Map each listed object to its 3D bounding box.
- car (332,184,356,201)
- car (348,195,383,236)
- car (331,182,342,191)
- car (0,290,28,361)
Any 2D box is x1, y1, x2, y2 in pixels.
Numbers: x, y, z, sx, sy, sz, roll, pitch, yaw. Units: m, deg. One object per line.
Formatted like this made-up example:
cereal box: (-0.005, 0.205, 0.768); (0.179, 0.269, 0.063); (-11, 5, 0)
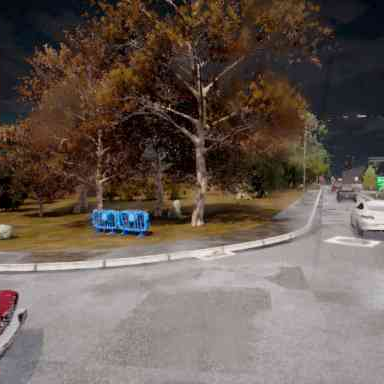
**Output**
car: (17.238, 0.191, 37.245); (2.128, 1.511, 4.902); (1, 3, 22)
car: (8.409, 1.113, 15.143); (1.812, 1.442, 4.674); (1, 2, 21)
car: (26.830, -0.995, 61.215); (2.097, 1.767, 4.553); (1, 3, 22)
car: (-4.411, 1.595, 3.494); (4.718, 1.301, 1.895); (1, -1, -15)
